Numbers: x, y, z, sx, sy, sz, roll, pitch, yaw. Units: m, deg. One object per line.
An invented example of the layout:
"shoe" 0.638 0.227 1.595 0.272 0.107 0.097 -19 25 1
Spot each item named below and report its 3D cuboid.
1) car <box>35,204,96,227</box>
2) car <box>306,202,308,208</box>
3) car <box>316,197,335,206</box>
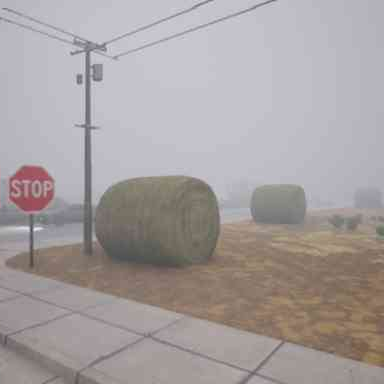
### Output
"car" -8.220 1.508 22.395 1.994 1.385 4.181 0 0 38
"car" 13.869 1.475 44.412 1.812 1.442 4.674 0 0 38
"car" 21.819 1.476 54.501 1.812 1.442 4.674 0 0 38
